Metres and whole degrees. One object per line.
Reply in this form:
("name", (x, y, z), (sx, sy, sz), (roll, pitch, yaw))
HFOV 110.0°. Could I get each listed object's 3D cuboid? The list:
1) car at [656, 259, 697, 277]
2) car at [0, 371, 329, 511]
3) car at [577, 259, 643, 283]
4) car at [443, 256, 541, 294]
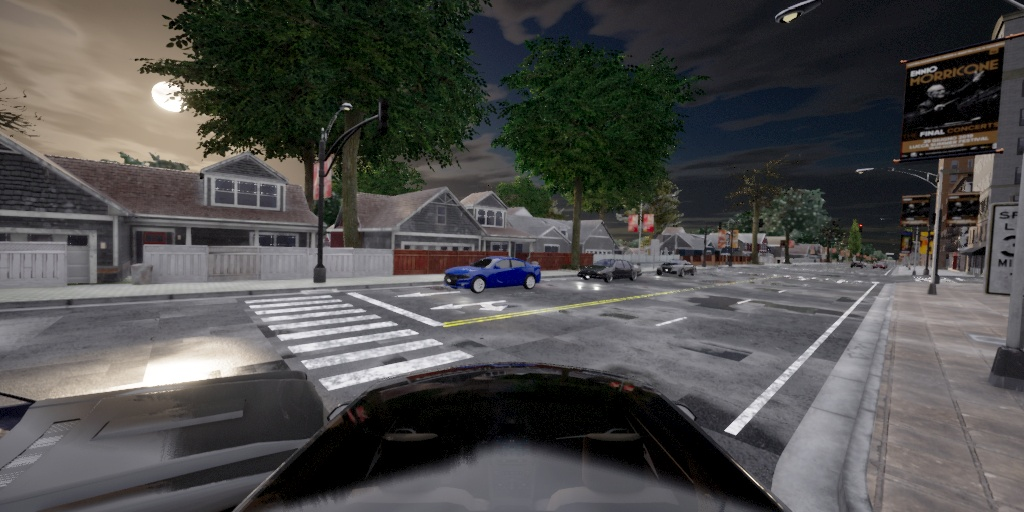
("car", (13.881, 0.965, 30.174), (4.181, 1.385, 1.994), (0, 3, -43))
("car", (-3.322, 1.281, 1.525), (4.718, 1.301, 1.895), (1, 2, -33))
("car", (6.530, 0.890, 23.415), (5.357, 1.411, 2.033), (0, 3, -43))
("car", (-0.788, 0.765, 16.656), (5.008, 1.535, 1.882), (0, 3, -43))
